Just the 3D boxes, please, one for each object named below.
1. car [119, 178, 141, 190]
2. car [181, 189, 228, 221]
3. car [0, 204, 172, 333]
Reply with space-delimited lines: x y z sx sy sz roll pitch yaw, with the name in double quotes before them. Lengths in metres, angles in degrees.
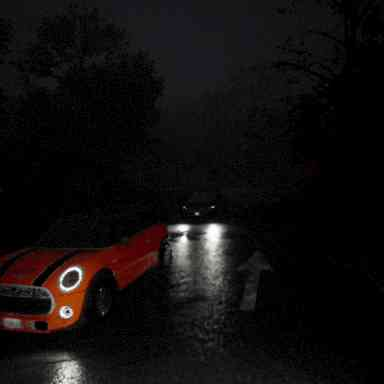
"car" -9.271 -1.104 43.695 5.008 1.535 1.882 0 3 14
"car" 0.796 0.591 17.936 1.812 1.442 4.674 -1 4 14
"car" -2.069 1.193 7.034 2.097 1.767 4.553 -1 4 16
